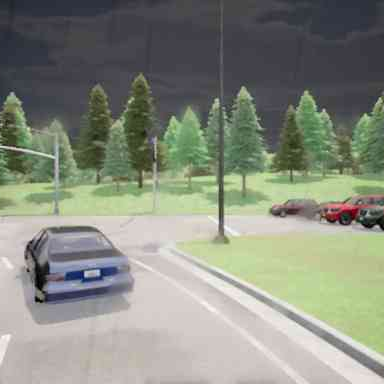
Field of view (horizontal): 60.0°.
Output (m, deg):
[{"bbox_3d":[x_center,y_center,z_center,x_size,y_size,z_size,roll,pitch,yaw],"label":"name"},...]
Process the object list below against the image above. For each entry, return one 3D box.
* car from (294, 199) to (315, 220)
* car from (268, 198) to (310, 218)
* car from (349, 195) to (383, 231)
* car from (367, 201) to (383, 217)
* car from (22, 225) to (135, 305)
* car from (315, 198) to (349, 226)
[{"bbox_3d":[11.206,1.539,26.868,4.892,1.490,1.837,0,0,-4],"label":"car"},{"bbox_3d":[9.313,1.393,30.252,4.553,1.767,2.097,0,0,-4],"label":"car"},{"bbox_3d":[12.833,1.244,19.957,5.566,2.045,2.150,0,0,-4],"label":"car"},{"bbox_3d":[19.042,1.560,30.870,4.674,1.442,1.812,0,0,-4],"label":"car"},{"bbox_3d":[-3.080,1.563,8.357,2.033,1.411,5.357,0,0,-29],"label":"car"},{"bbox_3d":[11.997,1.250,23.413,5.566,2.045,2.150,0,0,-4],"label":"car"}]
